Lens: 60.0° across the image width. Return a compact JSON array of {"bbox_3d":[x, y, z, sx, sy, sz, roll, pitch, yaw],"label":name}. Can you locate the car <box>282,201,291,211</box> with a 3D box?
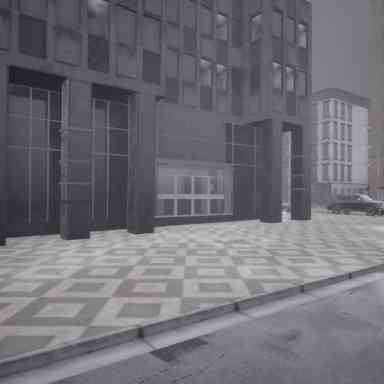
[{"bbox_3d":[9.964,1.498,39.999,1.812,1.442,4.674,1,0,-36],"label":"car"}]

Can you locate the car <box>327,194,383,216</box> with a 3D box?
[{"bbox_3d":[15.793,1.190,31.880,2.150,2.045,5.566,1,-1,-36],"label":"car"}]
